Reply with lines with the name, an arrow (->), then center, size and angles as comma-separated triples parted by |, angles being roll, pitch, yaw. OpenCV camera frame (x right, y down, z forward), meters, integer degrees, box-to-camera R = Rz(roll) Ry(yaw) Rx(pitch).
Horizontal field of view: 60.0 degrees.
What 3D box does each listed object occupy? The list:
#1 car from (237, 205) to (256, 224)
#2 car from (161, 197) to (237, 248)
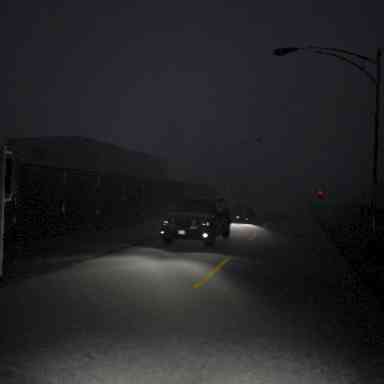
car -> 4.139, 1.780, 27.491 | 1.994, 1.385, 4.181 | 2, 0, 18
car -> 0.424, 1.280, 15.823 | 2.150, 2.045, 5.566 | 2, 0, 17
